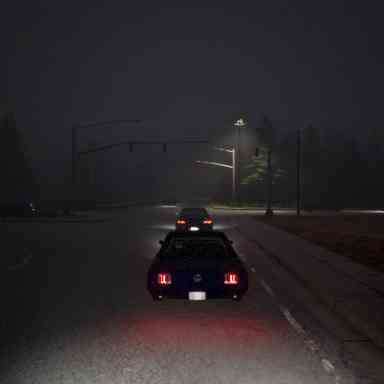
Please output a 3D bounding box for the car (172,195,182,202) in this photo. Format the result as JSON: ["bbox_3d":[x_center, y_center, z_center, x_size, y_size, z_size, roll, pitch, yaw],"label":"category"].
[{"bbox_3d":[-3.387,1.429,74.080,1.882,1.535,5.008,0,0,1],"label":"car"}]

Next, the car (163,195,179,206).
[{"bbox_3d":[-3.568,1.528,54.507,1.994,1.385,4.181,0,0,0],"label":"car"}]

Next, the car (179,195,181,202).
[{"bbox_3d":[-3.520,1.522,63.775,1.994,1.385,4.181,0,0,1],"label":"car"}]

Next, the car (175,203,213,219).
[{"bbox_3d":[0.108,1.512,17.318,1.812,1.442,4.674,0,0,0],"label":"car"}]

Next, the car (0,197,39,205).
[{"bbox_3d":[-18.326,1.363,34.959,4.553,1.767,2.097,0,0,1],"label":"car"}]

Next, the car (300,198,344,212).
[{"bbox_3d":[14.784,1.487,38.046,4.902,1.511,2.128,0,0,1],"label":"car"}]

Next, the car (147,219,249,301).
[{"bbox_3d":[0.103,1.596,8.263,1.895,1.301,4.718,0,0,0],"label":"car"}]
